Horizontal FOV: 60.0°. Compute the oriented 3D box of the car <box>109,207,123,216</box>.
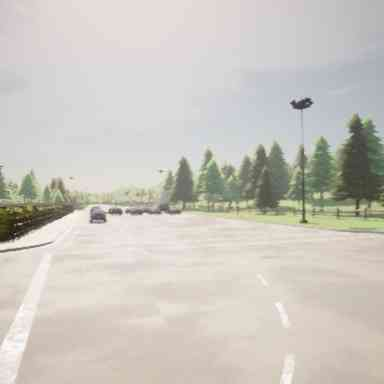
[{"bbox_3d":[-13.844,3.516,61.044,1.882,1.535,5.008,0,-2,-17],"label":"car"}]

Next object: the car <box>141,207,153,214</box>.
[{"bbox_3d":[-9.706,3.870,71.360,1.994,1.385,4.181,0,-2,-17],"label":"car"}]

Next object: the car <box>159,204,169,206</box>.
[{"bbox_3d":[-6.259,3.529,72.063,2.150,2.045,5.566,0,-2,-17],"label":"car"}]

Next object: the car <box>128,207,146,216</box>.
[{"bbox_3d":[-10.153,3.524,60.922,1.812,1.442,4.674,0,-2,-16],"label":"car"}]

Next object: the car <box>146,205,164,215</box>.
[{"bbox_3d":[-7.121,3.633,62.992,1.895,1.301,4.718,0,-2,-16],"label":"car"}]

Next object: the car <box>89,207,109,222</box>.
[{"bbox_3d":[-11.491,2.914,40.835,1.812,1.442,4.674,0,-2,-17],"label":"car"}]

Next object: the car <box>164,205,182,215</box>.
[{"bbox_3d":[-3.383,3.588,62.725,1.895,1.301,4.718,0,-2,-17],"label":"car"}]

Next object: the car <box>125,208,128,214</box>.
[{"bbox_3d":[-12.786,3.883,69.425,1.895,1.301,4.718,0,-2,-17],"label":"car"}]
